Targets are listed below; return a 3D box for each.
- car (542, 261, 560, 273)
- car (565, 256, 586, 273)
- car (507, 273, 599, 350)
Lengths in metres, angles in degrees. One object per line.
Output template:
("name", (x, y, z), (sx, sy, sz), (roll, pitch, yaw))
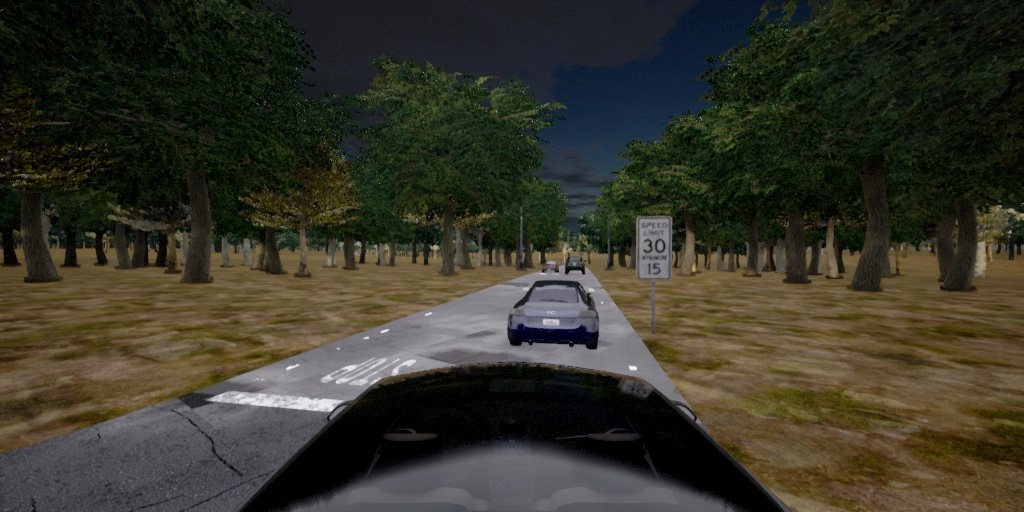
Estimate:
("car", (4.802, 1.349, 44.377), (1.812, 1.442, 4.674), (0, 0, 11))
("car", (7.244, 1.023, 40.966), (2.150, 2.045, 5.566), (0, -1, 12))
("car", (1.164, 1.305, 9.215), (1.994, 1.385, 4.181), (0, 0, 11))
